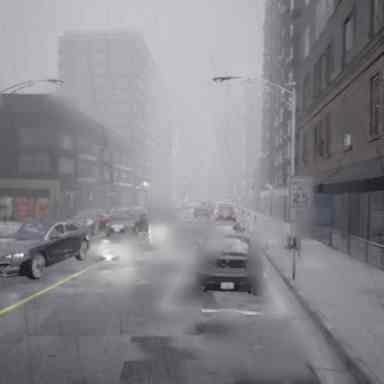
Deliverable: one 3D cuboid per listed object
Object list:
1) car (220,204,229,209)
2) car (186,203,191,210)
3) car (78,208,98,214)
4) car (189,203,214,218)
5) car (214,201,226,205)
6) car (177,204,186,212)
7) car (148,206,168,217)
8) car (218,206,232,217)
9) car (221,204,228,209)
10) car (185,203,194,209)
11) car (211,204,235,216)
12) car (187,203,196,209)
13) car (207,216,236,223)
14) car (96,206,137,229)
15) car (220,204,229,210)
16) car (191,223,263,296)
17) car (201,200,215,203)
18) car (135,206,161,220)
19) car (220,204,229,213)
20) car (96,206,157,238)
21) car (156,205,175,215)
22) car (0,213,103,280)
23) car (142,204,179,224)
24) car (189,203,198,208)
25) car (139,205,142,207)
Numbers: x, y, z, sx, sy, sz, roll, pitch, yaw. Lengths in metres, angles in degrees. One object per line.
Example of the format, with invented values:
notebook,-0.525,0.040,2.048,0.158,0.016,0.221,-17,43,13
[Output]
car,8.423,3.733,86.208,2.008,1.369,4.403,1,-1,6
car,-1.662,3.171,70.518,1.947,1.339,4.313,1,-1,6
car,-6.462,1.794,20.993,1.967,1.590,4.097,1,-1,6
car,1.255,2.478,41.171,2.128,1.511,4.902,1,-1,6
car,4.158,2.387,42.200,2.192,1.841,5.009,0,-1,6
car,-2.729,2.878,59.512,2.008,1.369,4.403,1,-1,6
car,-4.330,2.491,43.001,1.802,1.307,4.206,1,-1,6
car,4.689,2.777,47.695,1.947,1.339,4.313,0,-1,6
car,8.957,3.886,91.709,1.947,1.339,4.313,1,-1,6
car,-0.595,3.427,81.525,1.887,1.381,4.507,1,-1,6
car,3.090,2.234,31.193,1.967,1.590,4.097,0,-1,6
car,-0.061,3.571,87.028,2.008,1.369,4.403,1,-1,6
car,1.488,1.961,14.685,1.802,1.307,4.206,1,-1,6
car,-5.929,1.933,26.496,1.967,1.590,4.097,1,-1,6
car,7.890,3.589,80.706,1.887,1.381,4.507,1,-1,6
car,0.955,1.793,9.184,2.008,1.369,4.403,1,-1,6
car,2.338,2.497,52.565,2.150,2.045,5.566,1,-1,6
car,-4.863,2.336,37.498,1.947,1.339,4.313,1,-1,6
car,6.306,3.158,64.370,1.752,1.417,4.829,0,-1,6
car,-3.894,1.896,20.785,2.128,1.511,4.902,1,-1,6
car,-3.796,2.614,48.505,1.947,1.339,4.313,1,-1,6
car,-4.885,1.641,10.578,2.128,1.511,4.902,1,-1,6
car,-2.884,2.156,31.102,2.128,1.511,4.902,1,-1,6
car,0.472,3.703,92.531,1.887,1.381,4.507,1,-1,6
car,-5.395,2.071,31.999,1.967,1.590,4.097,1,-1,6
